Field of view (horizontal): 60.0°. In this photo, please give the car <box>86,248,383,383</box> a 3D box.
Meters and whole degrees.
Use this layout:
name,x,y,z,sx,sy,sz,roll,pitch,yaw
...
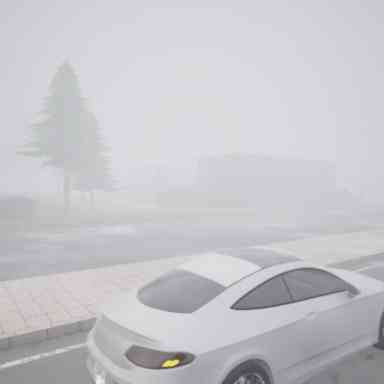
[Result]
name,x,y,z,sx,sy,sz,roll,pitch,yaw
car,1.009,1.511,4.463,4.674,1.442,1.812,0,0,-36
